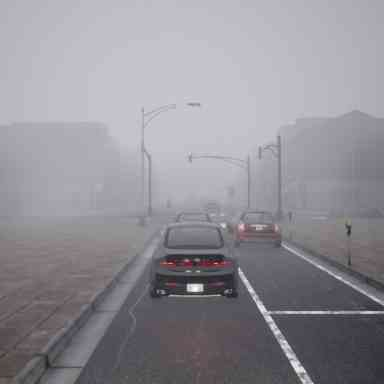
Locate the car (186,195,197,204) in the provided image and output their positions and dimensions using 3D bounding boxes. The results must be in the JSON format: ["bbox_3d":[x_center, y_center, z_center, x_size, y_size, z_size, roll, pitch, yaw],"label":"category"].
[{"bbox_3d":[-0.154,1.570,72.208,2.150,2.045,5.566,0,-1,0],"label":"car"}]

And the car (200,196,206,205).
[{"bbox_3d":[2.545,1.705,47.099,1.947,1.339,4.313,1,0,0],"label":"car"}]

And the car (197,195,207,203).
[{"bbox_3d":[2.473,1.735,79.727,2.192,1.841,5.009,1,-1,0],"label":"car"}]

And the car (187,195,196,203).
[{"bbox_3d":[-0.192,1.676,82.617,2.150,2.045,5.566,0,-1,0],"label":"car"}]

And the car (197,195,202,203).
[{"bbox_3d":[2.506,1.830,63.411,1.947,1.339,4.313,1,-1,0],"label":"car"}]

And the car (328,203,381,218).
[{"bbox_3d":[14.494,1.631,29.771,4.181,1.385,1.994,0,-2,0],"label":"car"}]

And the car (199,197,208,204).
[{"bbox_3d":[2.481,1.892,74.456,1.752,1.417,4.829,1,-1,0],"label":"car"}]

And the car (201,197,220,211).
[{"bbox_3d":[2.558,1.673,41.662,1.947,1.339,4.313,1,0,0],"label":"car"}]

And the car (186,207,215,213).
[{"bbox_3d":[0.056,1.619,15.995,1.895,1.301,4.718,0,0,0],"label":"car"}]

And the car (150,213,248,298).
[{"bbox_3d":[0.020,1.512,8.519,1.837,1.490,4.892,0,0,-1],"label":"car"}]

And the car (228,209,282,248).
[{"bbox_3d":[2.626,1.457,14.916,1.967,1.590,4.097,2,0,0],"label":"car"}]

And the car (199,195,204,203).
[{"bbox_3d":[2.533,1.703,52.706,1.752,1.417,4.829,1,0,0],"label":"car"}]
